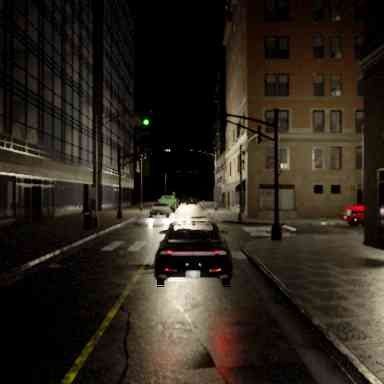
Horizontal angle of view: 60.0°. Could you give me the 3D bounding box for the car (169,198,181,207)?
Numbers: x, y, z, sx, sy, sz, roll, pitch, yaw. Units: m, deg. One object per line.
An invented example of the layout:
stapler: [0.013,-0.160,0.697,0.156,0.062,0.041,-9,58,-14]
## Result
car: [-3.170,1.945,63.324,2.128,1.511,4.902,0,0,0]

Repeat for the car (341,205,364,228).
car: [13.052,1.349,22.350,5.566,2.045,2.150,0,0,-1]

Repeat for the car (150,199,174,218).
car: [-3.155,1.770,33.594,1.812,1.442,4.674,0,0,0]

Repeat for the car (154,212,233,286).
car: [0.051,1.567,9.597,2.128,1.511,4.902,0,0,1]

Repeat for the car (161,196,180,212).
car: [-3.153,1.532,43.050,2.150,2.045,5.566,0,0,1]

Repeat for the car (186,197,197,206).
car: [-0.017,1.820,65.321,2.097,1.767,4.553,0,0,0]

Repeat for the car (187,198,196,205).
car: [-0.134,2.060,75.012,2.128,1.511,4.902,0,0,0]
